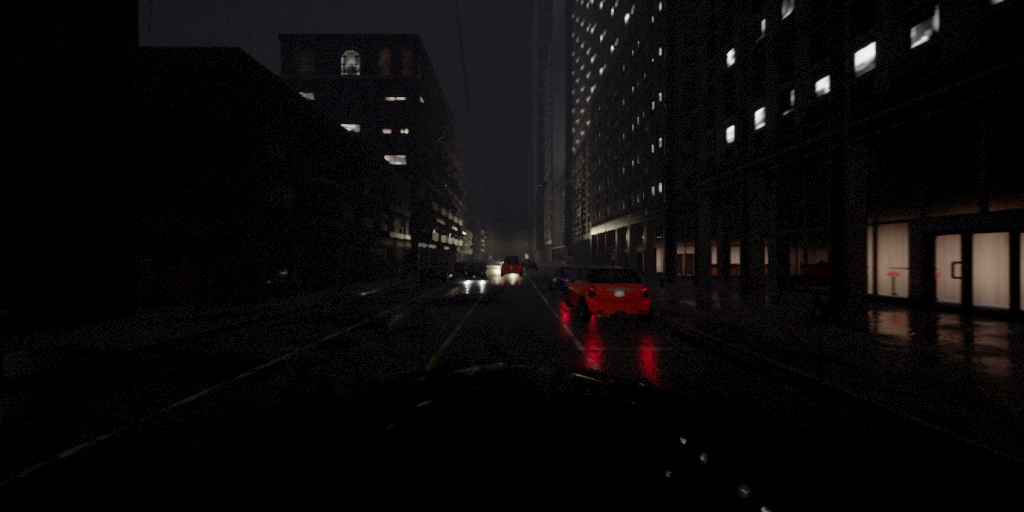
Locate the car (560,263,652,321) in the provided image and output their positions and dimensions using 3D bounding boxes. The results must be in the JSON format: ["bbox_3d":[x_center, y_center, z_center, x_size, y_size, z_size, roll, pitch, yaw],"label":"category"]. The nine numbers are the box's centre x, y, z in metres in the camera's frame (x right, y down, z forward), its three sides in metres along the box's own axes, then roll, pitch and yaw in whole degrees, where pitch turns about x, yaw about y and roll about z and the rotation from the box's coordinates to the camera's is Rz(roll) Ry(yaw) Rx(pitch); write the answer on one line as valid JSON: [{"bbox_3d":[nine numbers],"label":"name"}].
[{"bbox_3d":[3.115,1.103,12.529,2.097,1.767,4.553,0,0,0],"label":"car"}]

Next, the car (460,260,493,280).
[{"bbox_3d":[-3.091,1.302,31.966,2.033,1.411,5.357,0,0,0],"label":"car"}]

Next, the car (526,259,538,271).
[{"bbox_3d":[2.699,1.346,50.486,1.802,1.307,4.207,0,0,0],"label":"car"}]

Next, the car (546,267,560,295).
[{"bbox_3d":[3.152,1.278,19.559,1.812,1.442,4.674,0,0,0],"label":"car"}]

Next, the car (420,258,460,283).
[{"bbox_3d":[-5.686,1.068,27.894,2.192,1.841,5.009,0,0,0],"label":"car"}]

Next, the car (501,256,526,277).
[{"bbox_3d":[0.033,1.108,36.099,2.097,1.767,4.553,0,0,3],"label":"car"}]
